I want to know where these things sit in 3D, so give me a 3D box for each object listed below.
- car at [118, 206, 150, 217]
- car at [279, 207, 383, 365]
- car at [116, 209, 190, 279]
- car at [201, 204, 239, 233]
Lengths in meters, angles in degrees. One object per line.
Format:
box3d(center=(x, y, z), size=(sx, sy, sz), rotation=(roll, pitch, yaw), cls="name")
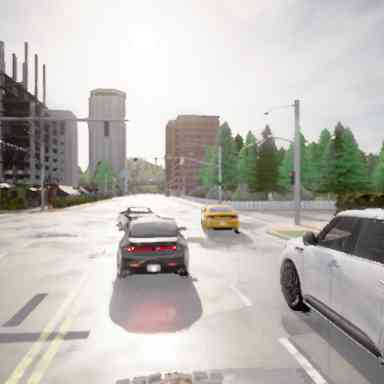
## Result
box3d(center=(-3.701, 1.585, 21.936), size=(1.895, 1.301, 4.718), rotation=(0, 0, -21), cls="car")
box3d(center=(3.026, 1.207, 4.594), size=(2.150, 2.045, 5.566), rotation=(0, 0, -4), cls="car")
box3d(center=(-1.176, 1.497, 10.054), size=(1.837, 1.490, 4.892), rotation=(0, 0, -7), cls="car")
box3d(center=(1.561, 1.451, 19.341), size=(1.882, 1.535, 5.008), rotation=(-1, 0, 0), cls="car")
